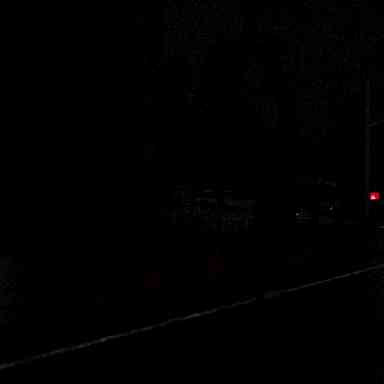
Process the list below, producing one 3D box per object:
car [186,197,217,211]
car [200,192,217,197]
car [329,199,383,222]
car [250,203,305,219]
[{"bbox_3d":[1.402,1.579,37.263,1.994,1.385,4.181,0,0,-37],"label":"car"},{"bbox_3d":[5.002,1.113,92.341,1.932,1.855,4.605,0,0,-37],"label":"car"},{"bbox_3d":[13.615,1.367,27.147,2.097,1.767,4.553,0,0,-38],"label":"car"},{"bbox_3d":[7.460,1.616,29.243,1.895,1.301,4.718,0,0,-37],"label":"car"}]
